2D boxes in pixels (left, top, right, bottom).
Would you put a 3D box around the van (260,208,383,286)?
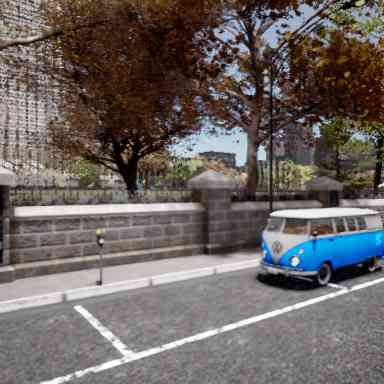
[{"bbox_3d":[3.649,1.359,9.157,3.998,1.788,1.690,0,0,-35],"label":"van"}]
